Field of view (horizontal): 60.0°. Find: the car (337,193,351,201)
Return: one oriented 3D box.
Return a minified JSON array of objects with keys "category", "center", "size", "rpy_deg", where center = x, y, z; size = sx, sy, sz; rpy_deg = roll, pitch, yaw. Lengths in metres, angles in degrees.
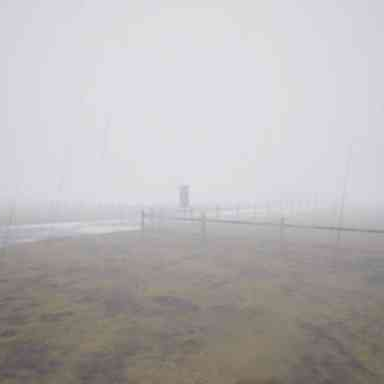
[{"category":"car","center":[38.688,1.641,85.743],"size":[2.033,1.411,5.357],"rpy_deg":[-1,1,36]}]
